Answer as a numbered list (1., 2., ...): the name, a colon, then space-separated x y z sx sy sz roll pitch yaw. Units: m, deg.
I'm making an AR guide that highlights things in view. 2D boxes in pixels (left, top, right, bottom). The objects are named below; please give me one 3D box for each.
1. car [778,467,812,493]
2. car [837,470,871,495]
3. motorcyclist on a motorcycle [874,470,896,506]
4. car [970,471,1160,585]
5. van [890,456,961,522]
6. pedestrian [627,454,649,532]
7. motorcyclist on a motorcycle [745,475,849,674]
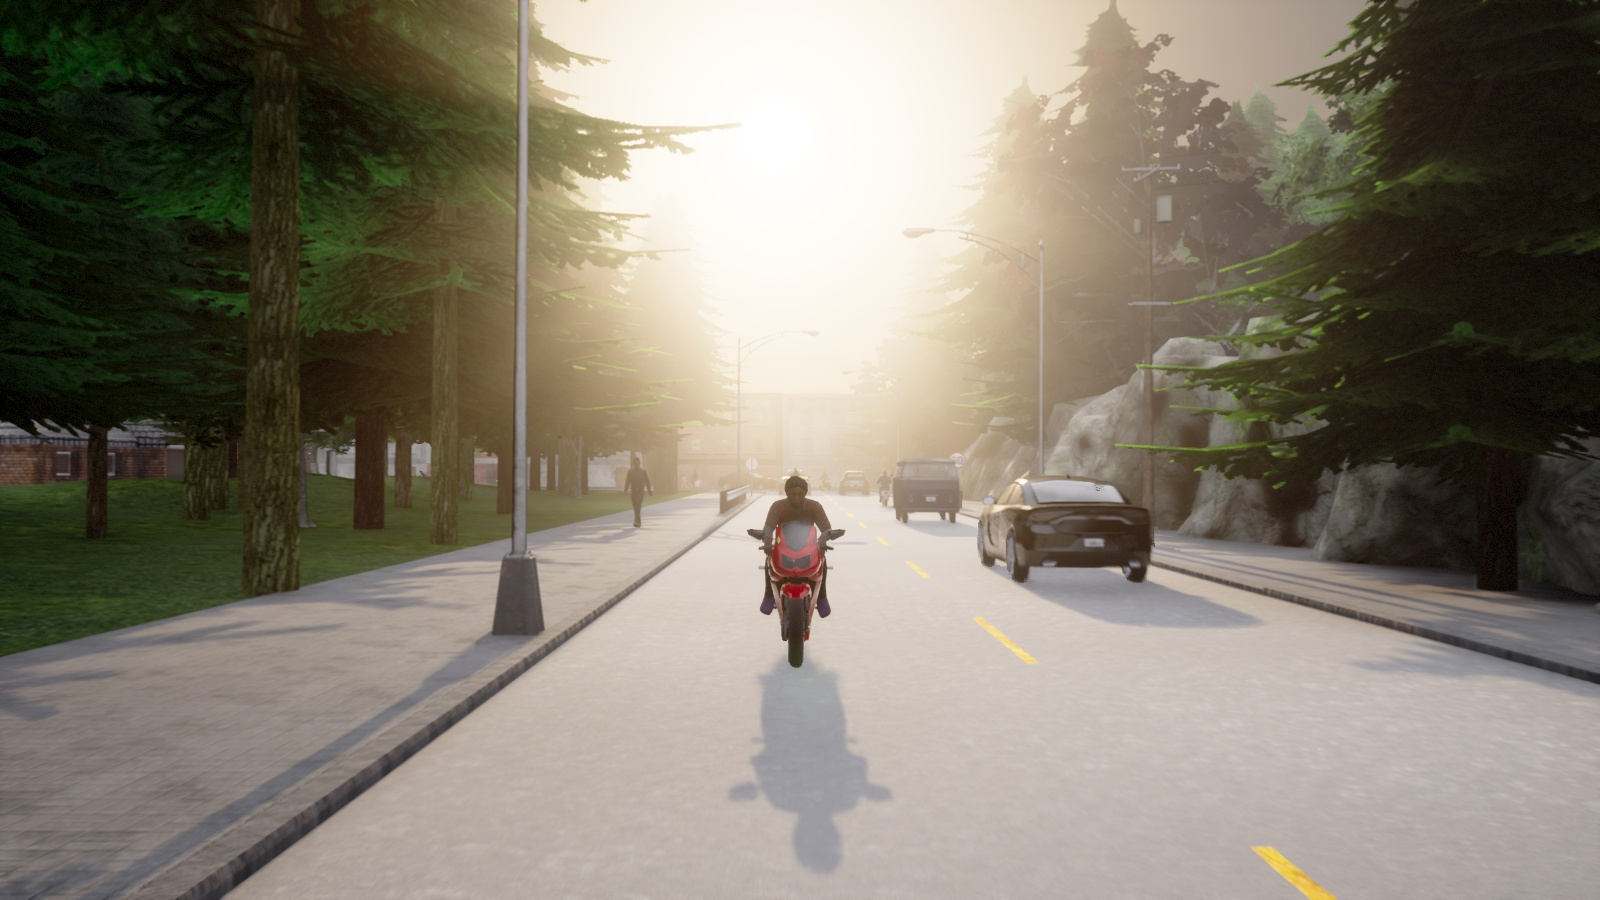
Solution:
1. car: -0.327 1.991 83.410 2.152 1.651 5.027 0 -1 0
2. car: 3.640 2.151 84.880 2.033 1.649 4.856 0 -1 0
3. motorcyclist on a motorcycle: 3.827 1.704 56.830 0.866 1.590 1.817 0 -1 0
4. car: 3.954 1.105 19.611 1.882 1.535 5.008 0 -1 0
5. van: 3.905 1.213 39.706 1.775 1.987 4.442 0 -1 0
6. pedestrian: -4.113 1.074 31.843 0.423 1.949 0.788 0 -1 3
7. motorcyclist on a motorcycle: -0.025 0.975 10.668 0.797 1.523 2.044 0 -1 0
